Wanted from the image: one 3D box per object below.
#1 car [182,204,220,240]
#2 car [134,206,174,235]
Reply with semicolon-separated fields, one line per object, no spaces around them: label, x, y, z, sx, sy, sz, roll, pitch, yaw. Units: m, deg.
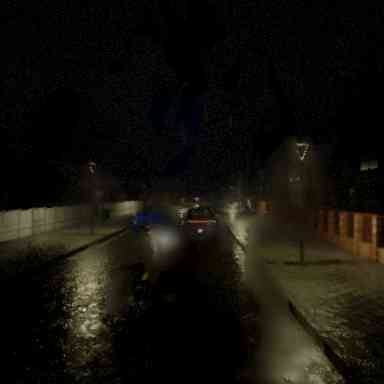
car;0.499;1.637;18.096;2.128;1.511;4.902;0;0;2
car;-2.239;1.641;20.400;1.882;1.535;5.008;0;0;3
